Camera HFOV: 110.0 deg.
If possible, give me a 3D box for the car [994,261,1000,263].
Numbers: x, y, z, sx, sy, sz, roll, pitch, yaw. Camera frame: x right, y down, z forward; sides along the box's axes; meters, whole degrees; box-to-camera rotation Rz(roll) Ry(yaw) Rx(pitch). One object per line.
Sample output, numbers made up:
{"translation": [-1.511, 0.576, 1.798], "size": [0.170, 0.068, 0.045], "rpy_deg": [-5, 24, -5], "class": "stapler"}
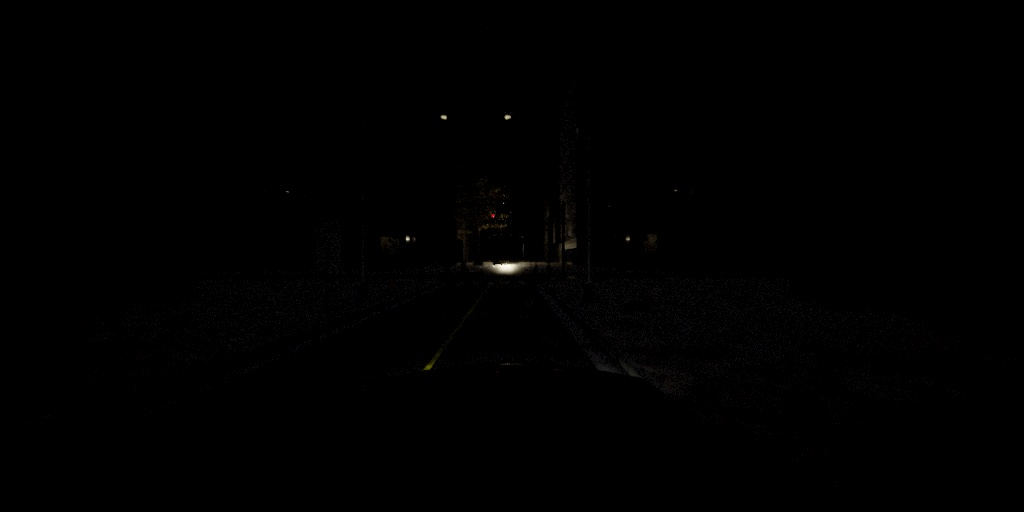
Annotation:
{"translation": [44.772, 1.159, 34.217], "size": [5.357, 1.411, 2.033], "rpy_deg": [0, 0, 0], "class": "car"}
